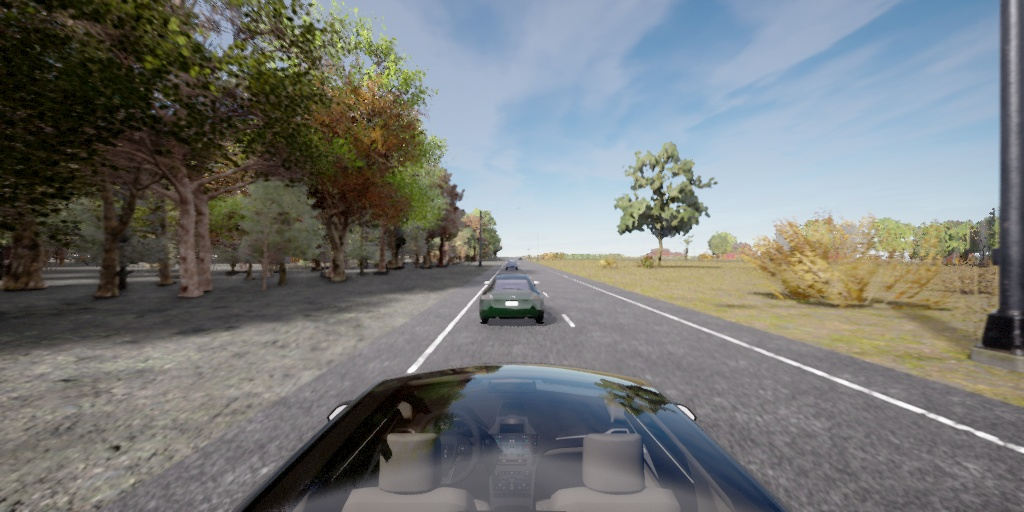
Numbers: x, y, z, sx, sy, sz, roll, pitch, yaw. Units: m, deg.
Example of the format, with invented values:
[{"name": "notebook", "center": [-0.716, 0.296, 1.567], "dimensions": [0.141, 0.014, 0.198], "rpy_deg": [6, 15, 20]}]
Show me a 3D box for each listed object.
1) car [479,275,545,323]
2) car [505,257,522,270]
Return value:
[{"name": "car", "center": [-0.002, 1.328, 12.205], "dimensions": [1.994, 1.385, 4.181], "rpy_deg": [0, 0, 0]}, {"name": "car", "center": [-0.014, 1.331, 53.487], "dimensions": [2.033, 1.411, 5.357], "rpy_deg": [0, 0, 0]}]
